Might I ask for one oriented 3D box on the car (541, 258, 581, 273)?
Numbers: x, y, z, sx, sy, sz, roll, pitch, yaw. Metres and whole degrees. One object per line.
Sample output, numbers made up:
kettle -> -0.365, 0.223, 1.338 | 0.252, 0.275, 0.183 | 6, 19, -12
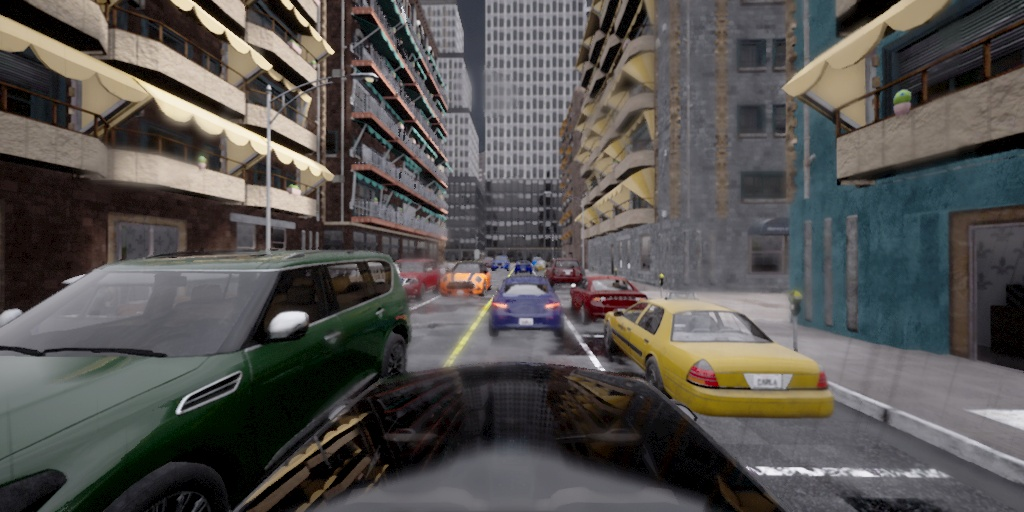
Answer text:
car -> 3.234, 1.064, 22.812 | 2.192, 1.841, 5.009 | 0, 0, 2

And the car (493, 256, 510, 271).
car -> -1.452, 0.976, 47.303 | 2.150, 2.045, 5.566 | 0, 0, 2

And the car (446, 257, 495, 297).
car -> -2.284, 1.101, 18.735 | 2.097, 1.767, 4.553 | 0, 0, 2

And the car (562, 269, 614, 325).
car -> 2.905, 1.294, 11.536 | 1.888, 1.381, 4.507 | 0, 0, 2

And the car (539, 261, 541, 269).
car -> 3.403, 1.275, 28.620 | 1.751, 1.417, 4.829 | 0, 0, 2

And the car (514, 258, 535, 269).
car -> 1.262, 1.230, 39.896 | 1.882, 1.535, 5.008 | 0, 0, 2

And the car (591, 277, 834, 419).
car -> 2.746, 1.275, 6.068 | 1.751, 1.417, 4.829 | 0, 0, 2

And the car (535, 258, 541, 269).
car -> 3.897, 1.280, 45.534 | 1.751, 1.417, 4.829 | 0, 0, 2

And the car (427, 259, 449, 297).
car -> -4.808, 1.063, 17.403 | 2.192, 1.841, 5.009 | 0, 0, 2

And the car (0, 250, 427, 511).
car -> -2.739, 0.963, 3.561 | 2.150, 2.045, 5.566 | 0, 1, 2

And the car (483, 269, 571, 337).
car -> 0.394, 1.275, 10.166 | 1.812, 1.442, 4.674 | 0, 0, 2
